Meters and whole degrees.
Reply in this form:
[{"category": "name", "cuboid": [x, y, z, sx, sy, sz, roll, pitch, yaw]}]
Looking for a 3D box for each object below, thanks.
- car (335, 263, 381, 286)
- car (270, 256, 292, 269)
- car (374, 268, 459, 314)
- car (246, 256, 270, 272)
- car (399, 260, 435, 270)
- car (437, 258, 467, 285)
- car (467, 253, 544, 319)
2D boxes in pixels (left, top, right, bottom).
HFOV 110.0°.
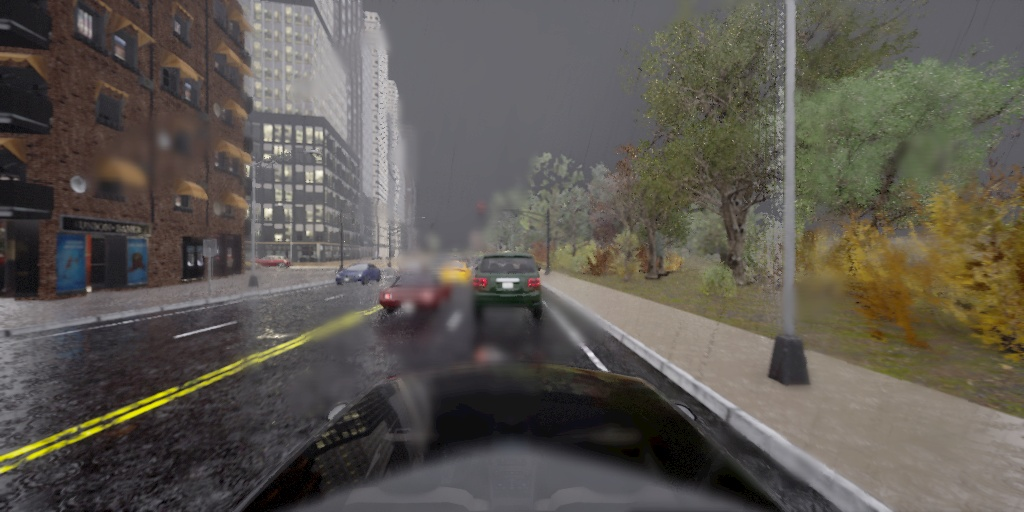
[{"category": "car", "cuboid": [-10.459, 1.205, 24.813, 1.812, 1.442, 4.674, 0, 0, -2]}, {"category": "car", "cuboid": [-29.132, 0.692, 43.280, 4.097, 1.591, 1.967, 0, 0, -12]}, {"category": "car", "cuboid": [-3.364, 1.314, 13.648, 1.895, 1.301, 4.718, 0, 0, -2]}, {"category": "car", "cuboid": [-27.012, 0.850, 34.989, 4.829, 1.417, 1.751, 0, 0, -12]}, {"category": "car", "cuboid": [-7.293, 1.196, 26.841, 1.812, 1.442, 4.674, 0, 0, -3]}, {"category": "car", "cuboid": [-3.838, 1.151, 25.410, 1.882, 1.535, 5.008, 0, 0, -3]}, {"category": "car", "cuboid": [-0.115, 0.933, 12.785, 2.150, 2.045, 5.566, 0, 0, 0]}]
